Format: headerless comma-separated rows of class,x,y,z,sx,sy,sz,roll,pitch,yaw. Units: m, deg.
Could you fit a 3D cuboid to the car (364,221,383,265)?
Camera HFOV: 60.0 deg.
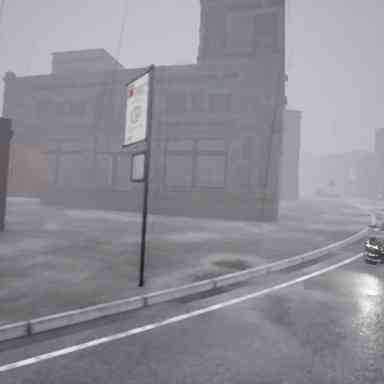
car,7.001,1.423,10.552,1.837,1.490,4.892,1,2,42

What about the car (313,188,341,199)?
car,19.899,0.200,49.280,2.033,1.411,5.357,3,2,-5
